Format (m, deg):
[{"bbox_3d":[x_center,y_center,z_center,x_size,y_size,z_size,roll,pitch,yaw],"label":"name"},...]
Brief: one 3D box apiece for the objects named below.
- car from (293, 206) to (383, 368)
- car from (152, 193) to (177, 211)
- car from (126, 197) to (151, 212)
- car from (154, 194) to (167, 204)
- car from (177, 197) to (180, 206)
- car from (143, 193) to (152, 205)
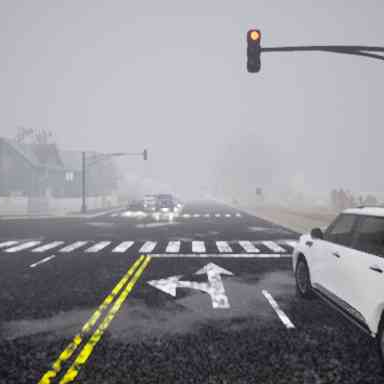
[{"bbox_3d":[3.363,1.221,5.252,2.150,2.045,5.566,0,0,0],"label":"car"},{"bbox_3d":[-3.257,1.235,40.413,2.150,2.045,5.566,0,0,-2],"label":"car"},{"bbox_3d":[-6.491,1.577,39.361,1.994,1.385,4.181,0,0,0],"label":"car"},{"bbox_3d":[-6.340,1.400,67.609,2.097,1.767,4.553,0,0,0],"label":"car"},{"bbox_3d":[-3.209,1.626,50.878,1.895,1.301,4.718,0,0,0],"label":"car"},{"bbox_3d":[-6.449,1.249,52.203,2.150,2.045,5.566,0,0,0],"label":"car"}]
